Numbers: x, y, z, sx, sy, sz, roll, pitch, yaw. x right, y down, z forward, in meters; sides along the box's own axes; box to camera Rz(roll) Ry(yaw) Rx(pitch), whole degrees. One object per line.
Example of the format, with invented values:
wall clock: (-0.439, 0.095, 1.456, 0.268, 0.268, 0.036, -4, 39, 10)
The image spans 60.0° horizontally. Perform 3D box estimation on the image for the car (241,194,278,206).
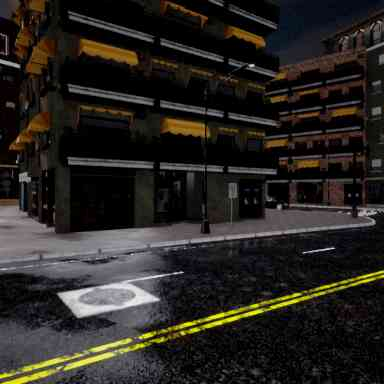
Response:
car: (9.110, 1.073, 44.868, 4.403, 1.369, 2.008, 1, 0, 38)

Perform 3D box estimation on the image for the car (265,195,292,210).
car: (8.234, 1.162, 34.887, 4.403, 1.369, 2.008, 1, 0, 38)
